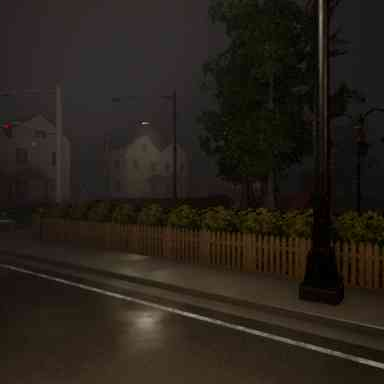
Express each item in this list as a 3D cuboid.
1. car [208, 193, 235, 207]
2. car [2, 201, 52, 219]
[{"bbox_3d":[4.256,1.216,48.838,2.150,2.045,5.566,0,0,35],"label":"car"},{"bbox_3d":[-13.971,1.520,29.037,1.812,1.442,4.674,0,0,35],"label":"car"}]
